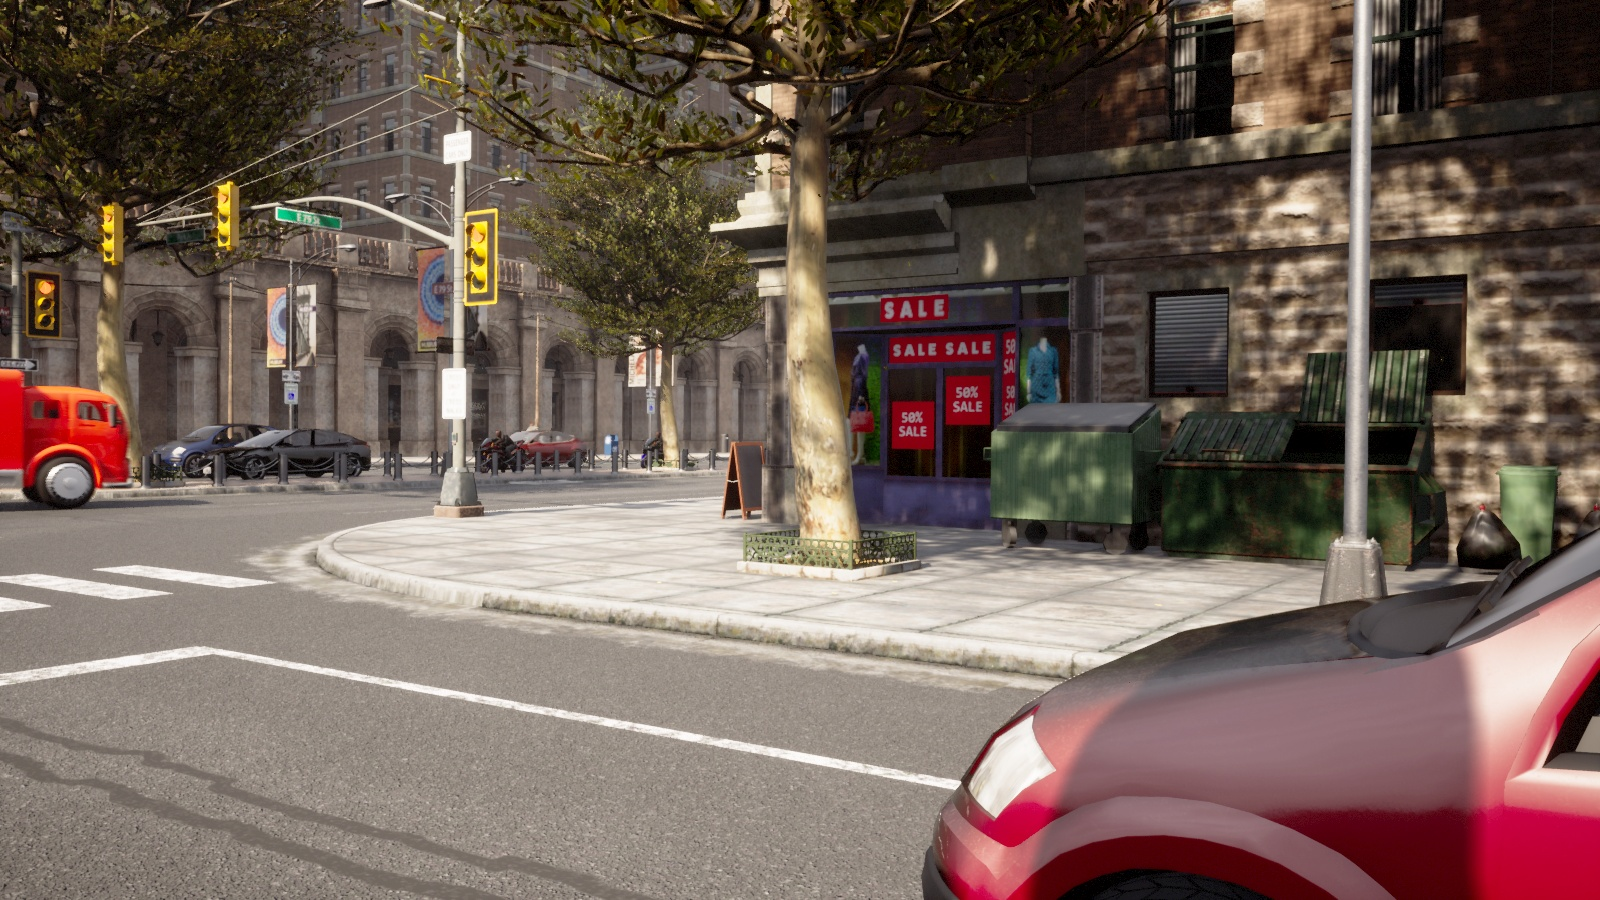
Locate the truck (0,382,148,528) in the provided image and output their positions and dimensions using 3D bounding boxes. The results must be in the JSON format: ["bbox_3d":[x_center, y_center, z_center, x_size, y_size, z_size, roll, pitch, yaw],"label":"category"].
[{"bbox_3d":[-14.656,0.075,22.078,5.204,2.467,2.627,-1,1,-40],"label":"truck"}]

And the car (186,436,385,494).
[{"bbox_3d":[-14.508,0.375,35.676,2.163,1.488,4.792,0,1,35],"label":"car"}]

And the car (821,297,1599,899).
[{"bbox_3d":[2.221,0.580,2.146,3.988,1.617,1.851,0,1,34],"label":"car"}]

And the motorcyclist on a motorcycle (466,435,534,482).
[{"bbox_3d":[-10.093,0.280,42.330,0.866,1.530,2.191,0,1,34],"label":"motorcyclist on a motorcycle"}]

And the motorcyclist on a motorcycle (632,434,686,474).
[{"bbox_3d":[-5.495,0.145,49.164,0.866,1.530,2.191,0,1,34],"label":"motorcyclist on a motorcycle"}]

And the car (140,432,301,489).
[{"bbox_3d":[-17.354,0.271,37.773,1.851,1.617,3.988,0,1,35],"label":"car"}]

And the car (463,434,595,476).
[{"bbox_3d":[-10.331,0.166,48.246,2.163,1.488,4.792,0,1,34],"label":"car"}]
